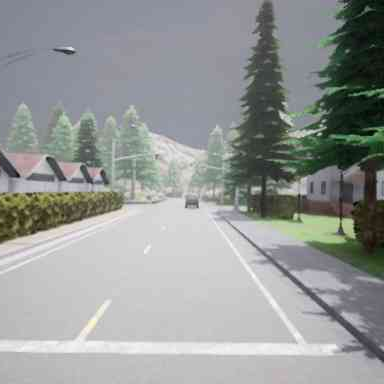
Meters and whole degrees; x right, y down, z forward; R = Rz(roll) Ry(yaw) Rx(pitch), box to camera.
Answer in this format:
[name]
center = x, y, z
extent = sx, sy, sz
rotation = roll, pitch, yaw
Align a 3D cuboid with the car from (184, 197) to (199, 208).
[car]
center = 0.001, 1.406, 46.578
extent = 1.837, 1.490, 4.892
rotation = 1, 0, 0
